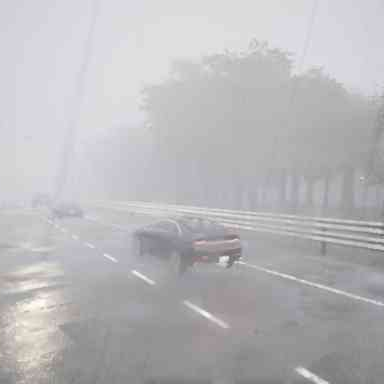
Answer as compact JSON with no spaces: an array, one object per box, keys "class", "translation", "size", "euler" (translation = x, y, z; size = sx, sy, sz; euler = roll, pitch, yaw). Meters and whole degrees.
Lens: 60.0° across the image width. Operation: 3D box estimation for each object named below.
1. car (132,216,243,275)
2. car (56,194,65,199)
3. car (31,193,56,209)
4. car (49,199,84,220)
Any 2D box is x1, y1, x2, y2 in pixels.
[{"class":"car","translation":[-0.386,1.519,10.762],"size":[2.128,1.511,4.902],"euler":[1,0,-30]},{"class":"car","translation":[-35.055,1.327,88.855],"size":[2.128,1.511,4.902],"euler":[1,0,-2]},{"class":"car","translation":[-20.091,1.114,44.389],"size":[2.150,2.045,5.566],"euler":[1,0,-30]},{"class":"car","translation":[-10.483,1.515,27.985],"size":[1.994,1.385,4.181],"euler":[1,0,-30]}]
